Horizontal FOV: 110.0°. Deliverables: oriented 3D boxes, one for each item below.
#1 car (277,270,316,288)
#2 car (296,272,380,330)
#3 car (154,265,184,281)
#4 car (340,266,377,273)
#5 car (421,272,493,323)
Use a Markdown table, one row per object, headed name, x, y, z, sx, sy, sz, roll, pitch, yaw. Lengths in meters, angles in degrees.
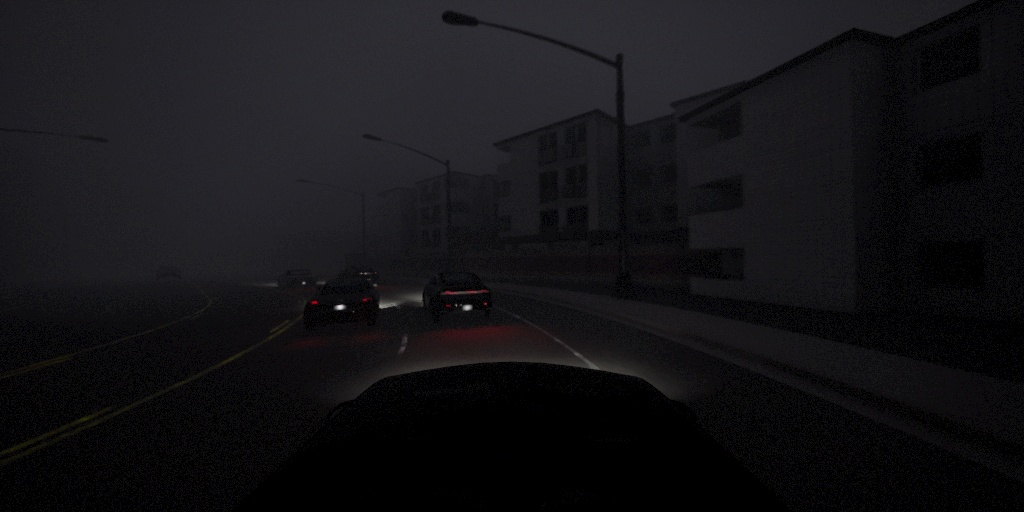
| name | x | y | z | sx | sy | sz | roll | pitch | yaw |
| --- | --- | --- | --- | --- | --- | --- | --- | --- | --- |
| car | -16.640 | 1.711 | 27.651 | 1.895 | 1.301 | 4.718 | -1 | 0 | -43 |
| car | -5.510 | 1.435 | 11.981 | 1.994 | 1.385 | 4.181 | -1 | 0 | -19 |
| car | -32.522 | 1.589 | 33.959 | 2.033 | 1.411 | 5.357 | -1 | 0 | -45 |
| car | -11.862 | 1.505 | 27.561 | 2.128 | 1.511 | 4.902 | -1 | 0 | -42 |
| car | -2.057 | 1.294 | 12.648 | 2.128 | 1.511 | 4.902 | -1 | 0 | -18 |
